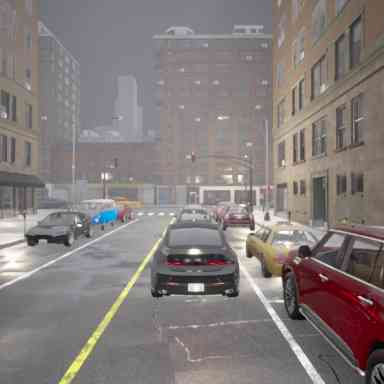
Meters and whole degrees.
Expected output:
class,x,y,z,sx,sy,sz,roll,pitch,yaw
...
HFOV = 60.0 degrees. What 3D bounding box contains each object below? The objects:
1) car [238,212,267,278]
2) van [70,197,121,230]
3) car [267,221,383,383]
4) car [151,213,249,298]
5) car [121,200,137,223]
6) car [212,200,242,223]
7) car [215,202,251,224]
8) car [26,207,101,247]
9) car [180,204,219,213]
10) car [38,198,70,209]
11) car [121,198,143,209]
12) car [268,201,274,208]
class,x,y,z,sx,sy,sz,roll,pitch,yaw
car,2.673,1.534,9.928,1.752,1.417,4.829,1,0,0
van,-5.854,1.364,20.722,1.690,1.788,3.998,1,0,0
car,2.677,1.318,4.275,2.192,1.841,5.009,1,0,0
car,0.048,1.512,8.541,1.837,1.490,4.892,0,0,-1
car,-5.857,1.575,26.204,1.887,1.381,4.507,1,0,0
car,2.669,1.470,26.206,1.967,1.590,4.097,1,0,0
car,2.670,1.463,20.723,1.967,1.590,4.097,1,0,0
car,-5.854,1.581,15.239,1.947,1.339,4.313,1,0,0
car,0.095,1.542,16.032,1.812,1.442,4.674,0,0,0
car,-15.811,1.449,39.064,4.181,1.385,1.994,0,-1,2
car,-8.803,1.450,42.307,5.008,1.535,1.882,0,-1,0
car,13.447,1.576,48.873,4.553,1.767,2.097,0,-1,0
